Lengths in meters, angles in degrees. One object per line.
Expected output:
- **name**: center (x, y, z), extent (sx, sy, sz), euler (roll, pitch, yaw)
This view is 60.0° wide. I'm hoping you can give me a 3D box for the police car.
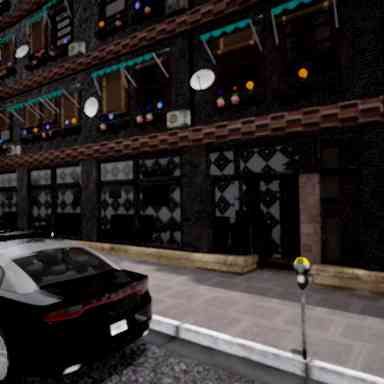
- **police car**: center (-2.997, 1.462, 5.561), extent (5.238, 1.638, 1.930), euler (0, 0, 36)
